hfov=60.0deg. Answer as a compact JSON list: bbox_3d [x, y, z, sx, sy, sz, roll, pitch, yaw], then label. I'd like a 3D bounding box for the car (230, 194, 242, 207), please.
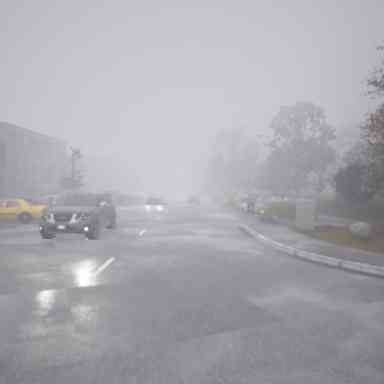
[{"bbox_3d":[6.479,1.248,31.966,4.674,1.452,2.002,1,1,-20],"label":"car"}]

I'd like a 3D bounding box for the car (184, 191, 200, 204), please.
[{"bbox_3d":[0.232,1.033,48.344,2.033,1.411,5.357,1,0,0],"label":"car"}]

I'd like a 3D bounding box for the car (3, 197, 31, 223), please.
[{"bbox_3d":[-11.546,1.092,20.311,5.366,1.575,1.946,0,1,-20],"label":"car"}]

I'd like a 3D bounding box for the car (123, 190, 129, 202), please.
[{"bbox_3d":[-11.292,0.851,43.841,5.008,1.535,2.097,0,1,-20],"label":"car"}]

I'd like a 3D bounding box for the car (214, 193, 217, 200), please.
[{"bbox_3d":[6.567,1.055,52.587,4.792,1.488,2.163,1,0,-20],"label":"car"}]

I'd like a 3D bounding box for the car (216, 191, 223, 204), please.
[{"bbox_3d":[6.340,1.088,43.679,5.366,1.575,1.946,1,1,-20],"label":"car"}]

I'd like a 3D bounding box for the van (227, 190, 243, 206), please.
[{"bbox_3d":[6.385,0.949,34.864,4.442,1.987,1.878,1,1,-20],"label":"van"}]

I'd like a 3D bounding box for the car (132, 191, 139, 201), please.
[{"bbox_3d":[-11.302,0.656,52.634,4.553,1.767,2.185,0,0,-20],"label":"car"}]

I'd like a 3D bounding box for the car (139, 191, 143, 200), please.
[{"bbox_3d":[-11.269,0.761,55.575,4.892,1.521,2.231,0,0,-20],"label":"car"}]

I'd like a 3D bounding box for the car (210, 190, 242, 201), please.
[{"bbox_3d":[6.558,0.689,64.338,5.566,2.045,2.435,1,1,-20],"label":"car"}]

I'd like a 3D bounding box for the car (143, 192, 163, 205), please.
[{"bbox_3d":[-4.964,1.045,44.675,1.895,1.301,4.718,1,0,0],"label":"car"}]

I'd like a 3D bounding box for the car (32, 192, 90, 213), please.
[{"bbox_3d":[-11.377,0.867,29.171,4.553,1.767,2.185,0,0,-20],"label":"car"}]

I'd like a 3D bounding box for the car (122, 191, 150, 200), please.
[{"bbox_3d":[-11.399,0.676,67.243,5.366,1.575,1.946,0,1,-20],"label":"car"}]

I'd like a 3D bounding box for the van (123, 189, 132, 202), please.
[{"bbox_3d":[-11.182,0.600,46.817,4.442,1.987,1.878,0,0,-20],"label":"van"}]

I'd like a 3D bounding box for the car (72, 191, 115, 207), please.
[{"bbox_3d":[-11.287,0.778,37.981,4.553,1.767,2.185,0,1,-20],"label":"car"}]

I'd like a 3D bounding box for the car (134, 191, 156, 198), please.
[{"bbox_3d":[-11.188,0.597,79.042,4.892,1.521,2.231,0,1,-20],"label":"car"}]

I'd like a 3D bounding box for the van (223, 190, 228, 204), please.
[{"bbox_3d":[6.619,0.898,40.840,4.442,1.987,1.878,1,0,-20],"label":"van"}]

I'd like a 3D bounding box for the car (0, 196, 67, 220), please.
[{"bbox_3d":[-11.330,1.090,23.315,4.792,1.488,2.163,0,1,-20],"label":"car"}]

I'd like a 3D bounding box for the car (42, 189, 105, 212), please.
[{"bbox_3d":[-11.360,0.712,32.093,5.566,2.045,2.435,0,1,-20],"label":"car"}]

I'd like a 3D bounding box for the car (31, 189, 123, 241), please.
[{"bbox_3d":[-5.067,0.973,15.690,2.150,2.045,5.566,1,1,0],"label":"car"}]

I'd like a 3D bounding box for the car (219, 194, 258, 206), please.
[{"bbox_3d":[6.515,1.070,46.688,4.892,1.521,2.231,1,0,-20],"label":"car"}]

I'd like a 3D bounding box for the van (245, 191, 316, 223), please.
[{"bbox_3d":[6.346,1.078,23.089,4.442,1.987,1.878,1,1,-20],"label":"van"}]

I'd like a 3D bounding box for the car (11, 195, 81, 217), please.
[{"bbox_3d":[-11.345,1.028,26.242,4.892,1.521,2.231,0,1,-20],"label":"car"}]

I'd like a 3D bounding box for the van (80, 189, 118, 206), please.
[{"bbox_3d":[-11.415,0.652,40.862,4.442,1.987,1.878,0,1,-20],"label":"van"}]

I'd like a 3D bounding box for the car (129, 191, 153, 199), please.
[{"bbox_3d":[-11.216,0.638,73.179,4.892,1.521,2.231,0,0,-20],"label":"car"}]

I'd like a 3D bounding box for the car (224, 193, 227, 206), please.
[{"bbox_3d":[6.491,1.187,37.859,4.674,1.452,2.002,1,0,-20],"label":"car"}]

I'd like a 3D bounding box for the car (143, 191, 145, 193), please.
[{"bbox_3d":[-11.226,0.769,58.522,4.792,1.488,2.163,0,0,-20],"label":"car"}]

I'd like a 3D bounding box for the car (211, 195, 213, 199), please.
[{"bbox_3d":[6.593,0.992,61.423,4.792,1.488,2.163,1,0,-20],"label":"car"}]

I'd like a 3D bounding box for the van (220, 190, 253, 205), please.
[{"bbox_3d":[6.643,0.824,49.676,4.442,1.987,1.878,1,0,-20],"label":"van"}]

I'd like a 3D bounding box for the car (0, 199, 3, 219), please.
[{"bbox_3d":[-11.565,1.163,14.450,5.366,1.575,1.946,0,1,-20],"label":"car"}]

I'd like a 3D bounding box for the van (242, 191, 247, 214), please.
[{"bbox_3d":[6.572,1.049,26.121,4.442,1.987,1.878,1,0,-20],"label":"van"}]

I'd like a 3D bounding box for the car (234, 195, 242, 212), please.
[{"bbox_3d":[6.472,1.278,29.020,4.674,1.452,2.002,1,1,-20],"label":"car"}]
